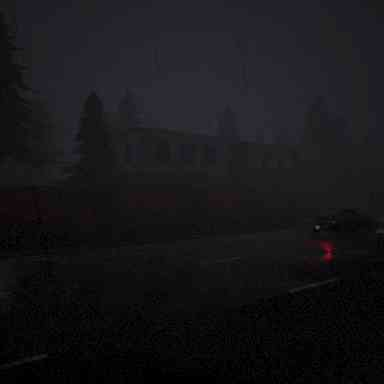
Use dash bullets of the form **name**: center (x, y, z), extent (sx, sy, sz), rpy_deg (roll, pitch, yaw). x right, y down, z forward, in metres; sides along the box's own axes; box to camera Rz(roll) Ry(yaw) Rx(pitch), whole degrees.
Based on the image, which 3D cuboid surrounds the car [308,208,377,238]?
- **car**: center (8.263, 1.602, 18.239), extent (4.674, 1.442, 1.812), rpy_deg (0, 0, -35)
